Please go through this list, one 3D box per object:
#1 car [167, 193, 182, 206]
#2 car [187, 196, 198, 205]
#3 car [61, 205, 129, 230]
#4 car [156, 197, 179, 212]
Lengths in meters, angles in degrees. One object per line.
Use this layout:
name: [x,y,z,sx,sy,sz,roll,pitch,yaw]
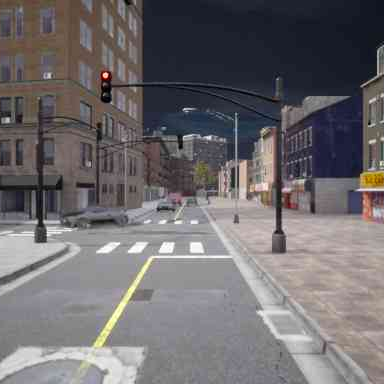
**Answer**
car: [-2.909,1.236,55.621,2.150,2.045,5.566,0,0,0]
car: [0.026,1.511,59.308,2.128,1.511,4.902,0,0,0]
car: [-6.236,1.581,21.634,4.181,1.385,1.994,0,1,-40]
car: [-2.894,1.571,37.951,1.994,1.385,4.181,0,0,0]
